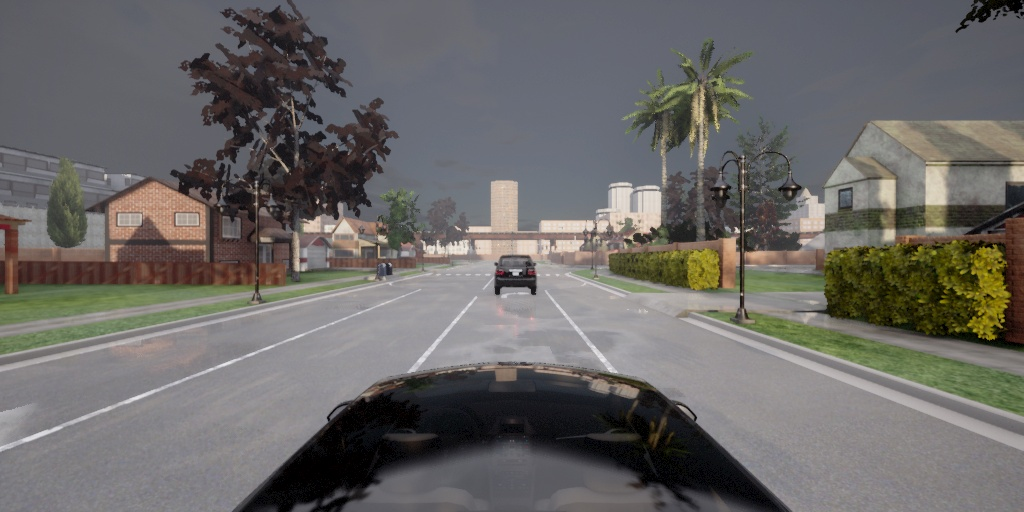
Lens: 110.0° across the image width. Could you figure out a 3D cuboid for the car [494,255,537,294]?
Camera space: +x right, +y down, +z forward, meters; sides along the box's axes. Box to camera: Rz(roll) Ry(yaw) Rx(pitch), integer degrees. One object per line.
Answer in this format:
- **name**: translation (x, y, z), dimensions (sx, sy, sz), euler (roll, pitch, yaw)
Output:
- **car**: translation (0.184, 0.932, 20.063), dimensions (2.150, 2.045, 5.566), euler (0, 0, 0)
